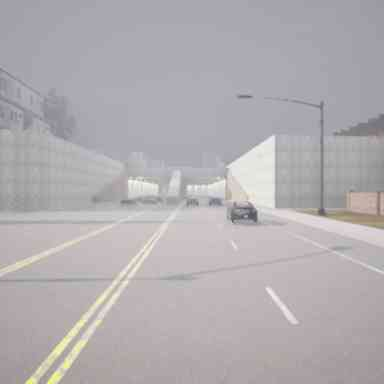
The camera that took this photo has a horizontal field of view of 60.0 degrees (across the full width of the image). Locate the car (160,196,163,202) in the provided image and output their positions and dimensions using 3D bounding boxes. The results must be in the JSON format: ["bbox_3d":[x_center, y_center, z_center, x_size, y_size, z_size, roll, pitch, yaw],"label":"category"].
[{"bbox_3d":[-7.014,1.436,68.784,1.895,1.301,4.718,0,0,0],"label":"car"}]

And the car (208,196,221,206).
[{"bbox_3d":[3.589,1.356,52.810,1.882,1.535,5.008,0,0,0],"label":"car"}]

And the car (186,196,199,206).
[{"bbox_3d":[0.089,1.402,53.259,1.812,1.442,4.674,0,0,0],"label":"car"}]

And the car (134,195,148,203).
[{"bbox_3d":[-10.514,1.381,68.814,2.033,1.411,5.357,0,0,0],"label":"car"}]

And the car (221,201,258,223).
[{"bbox_3d":[3.596,1.435,24.570,2.128,1.511,4.902,0,0,0],"label":"car"}]

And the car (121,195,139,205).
[{"bbox_3d":[-10.544,1.472,55.448,1.895,1.301,4.718,0,0,1],"label":"car"}]

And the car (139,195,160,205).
[{"bbox_3d":[-7.045,1.223,55.660,2.097,1.767,4.553,0,0,0],"label":"car"}]
